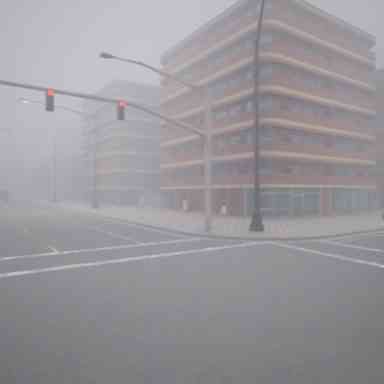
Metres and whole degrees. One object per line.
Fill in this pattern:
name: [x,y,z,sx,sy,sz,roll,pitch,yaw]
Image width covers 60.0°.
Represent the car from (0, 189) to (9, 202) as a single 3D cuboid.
car: [-30.574,0.583,52.989,2.150,2.045,5.566,0,1,-34]
